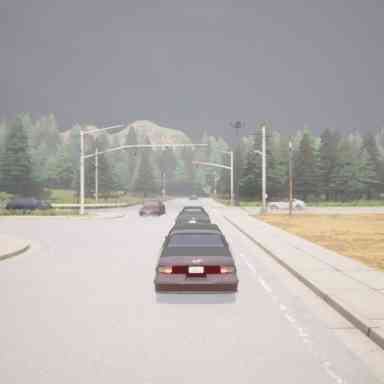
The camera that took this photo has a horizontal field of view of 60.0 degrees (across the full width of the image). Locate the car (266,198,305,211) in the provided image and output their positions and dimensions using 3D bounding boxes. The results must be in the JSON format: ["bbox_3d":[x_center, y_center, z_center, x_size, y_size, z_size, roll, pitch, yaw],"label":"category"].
[{"bbox_3d":[11.258,1.468,40.219,4.674,1.442,1.812,0,0,1],"label":"car"}]

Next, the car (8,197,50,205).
[{"bbox_3d":[-18.018,1.389,37.088,4.553,1.767,2.097,0,0,1],"label":"car"}]

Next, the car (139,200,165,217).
[{"bbox_3d":[-3.648,1.500,30.845,1.812,1.442,4.674,-1,0,4],"label":"car"}]

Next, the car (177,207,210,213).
[{"bbox_3d":[0.078,1.538,19.513,1.994,1.385,4.181,0,0,1],"label":"car"}]

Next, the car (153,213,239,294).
[{"bbox_3d":[0.088,1.539,8.907,2.033,1.411,5.357,0,0,0],"label":"car"}]

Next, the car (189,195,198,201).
[{"bbox_3d":[0.313,1.490,81.797,1.895,1.301,4.718,0,0,2],"label":"car"}]

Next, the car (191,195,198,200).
[{"bbox_3d":[0.686,1.433,91.776,1.994,1.385,4.181,0,0,2],"label":"car"}]
